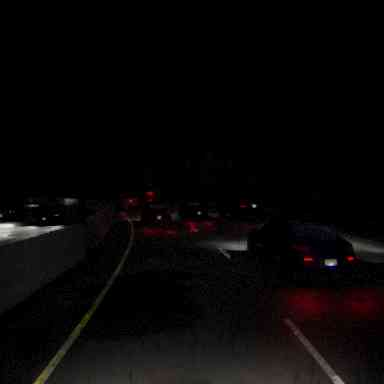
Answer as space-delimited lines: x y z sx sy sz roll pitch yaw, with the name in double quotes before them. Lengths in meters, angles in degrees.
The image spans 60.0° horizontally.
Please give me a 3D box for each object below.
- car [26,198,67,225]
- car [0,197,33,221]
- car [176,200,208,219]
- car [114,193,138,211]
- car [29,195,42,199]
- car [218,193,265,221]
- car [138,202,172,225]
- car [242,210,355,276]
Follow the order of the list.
"car" -9.948 1.436 23.389 1.837 1.490 4.892 0 0 -14
"car" -14.293 1.425 26.025 2.128 1.511 4.902 0 0 -17
"car" -0.034 1.431 27.683 1.812 1.442 4.674 0 0 -15
"car" -7.980 1.119 40.080 2.150 2.045 5.566 0 0 -23
"car" -28.310 1.315 60.039 2.097 1.767 4.553 0 0 -38
"car" 3.857 1.124 26.706 2.150 2.045 5.566 0 0 -14
"car" -2.569 1.446 23.390 1.812 1.442 4.674 0 0 -12
"car" 3.071 1.484 10.131 1.812 1.442 4.674 0 0 -5
